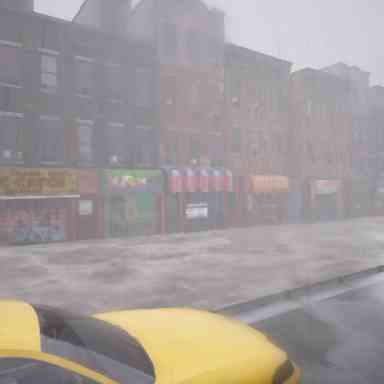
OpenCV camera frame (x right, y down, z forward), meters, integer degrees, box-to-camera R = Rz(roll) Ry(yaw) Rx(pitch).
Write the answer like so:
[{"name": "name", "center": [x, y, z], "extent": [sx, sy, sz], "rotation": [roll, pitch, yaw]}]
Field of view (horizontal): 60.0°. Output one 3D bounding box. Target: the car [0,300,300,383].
[{"name": "car", "center": [-1.477, 1.456, 2.227], "extent": [5.366, 1.575, 1.801], "rotation": [0, 0, -36]}]
